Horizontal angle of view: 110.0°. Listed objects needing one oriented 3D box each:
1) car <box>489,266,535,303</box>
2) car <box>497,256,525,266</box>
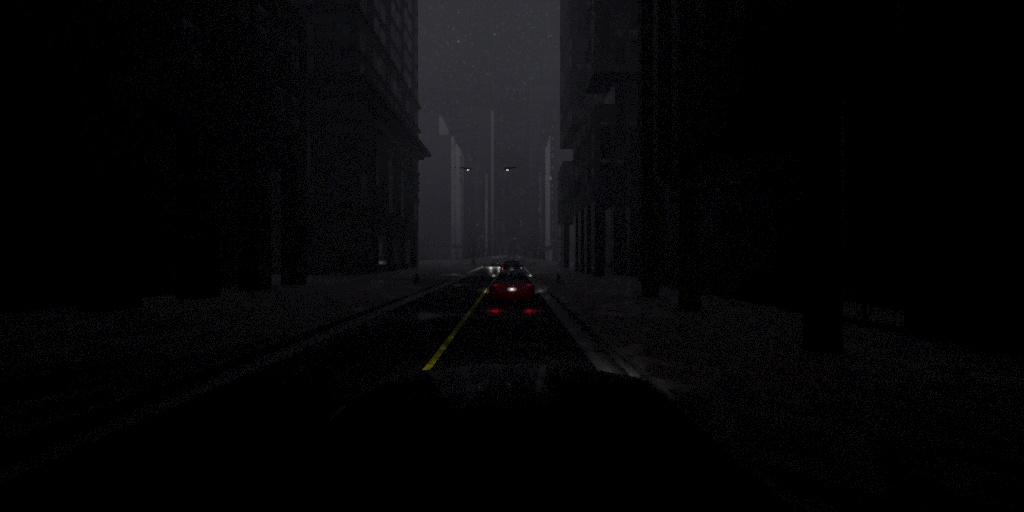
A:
[{"bbox_3d":[0.000,1.318,16.499,1.994,1.385,4.181,0,0,0],"label":"car"},{"bbox_3d":[0.001,1.097,31.469,2.097,1.767,4.553,0,0,0],"label":"car"}]
